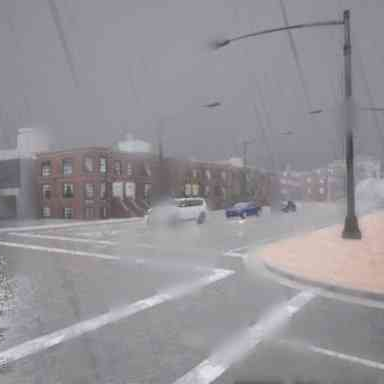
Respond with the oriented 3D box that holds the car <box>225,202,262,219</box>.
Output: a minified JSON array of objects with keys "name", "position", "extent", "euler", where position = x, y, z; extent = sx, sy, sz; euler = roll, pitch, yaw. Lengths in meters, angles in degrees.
[{"name":"car","position":[5.084,1.732,32.440],"extent":[1.882,1.535,5.008],"euler":[-1,-1,37]}]

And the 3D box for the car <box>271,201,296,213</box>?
[{"name":"car","position":[11.273,1.782,40.658],"extent":[1.812,1.442,4.674],"euler":[-1,-1,37]}]

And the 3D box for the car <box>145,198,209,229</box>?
[{"name":"car","position":[-0.956,1.473,24.410],"extent":[2.150,2.045,5.566],"euler":[-1,-1,37]}]
